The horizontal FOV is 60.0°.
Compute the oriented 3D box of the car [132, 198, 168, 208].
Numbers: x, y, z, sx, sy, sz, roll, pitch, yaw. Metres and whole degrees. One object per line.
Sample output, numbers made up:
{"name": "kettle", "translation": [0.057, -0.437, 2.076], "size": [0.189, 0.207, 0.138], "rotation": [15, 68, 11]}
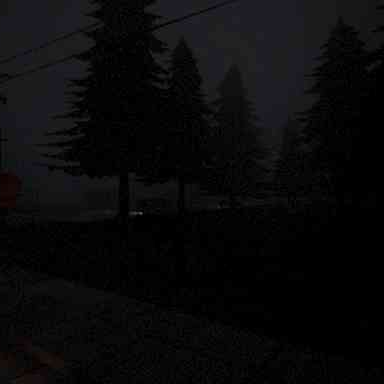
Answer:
{"name": "car", "translation": [-4.763, 1.443, 38.114], "size": [1.837, 1.490, 4.892], "rotation": [0, 0, 34]}

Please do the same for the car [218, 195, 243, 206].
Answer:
{"name": "car", "translation": [6.337, 1.317, 54.414], "size": [2.097, 1.767, 4.553], "rotation": [0, 0, 34]}

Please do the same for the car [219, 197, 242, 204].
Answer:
{"name": "car", "translation": [5.500, 1.483, 46.846], "size": [1.812, 1.442, 4.674], "rotation": [0, 0, 35]}

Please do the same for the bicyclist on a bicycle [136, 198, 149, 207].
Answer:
{"name": "bicyclist on a bicycle", "translation": [-3.873, 1.268, 26.048], "size": [1.656, 1.620, 0.582], "rotation": [0, 0, 34]}
